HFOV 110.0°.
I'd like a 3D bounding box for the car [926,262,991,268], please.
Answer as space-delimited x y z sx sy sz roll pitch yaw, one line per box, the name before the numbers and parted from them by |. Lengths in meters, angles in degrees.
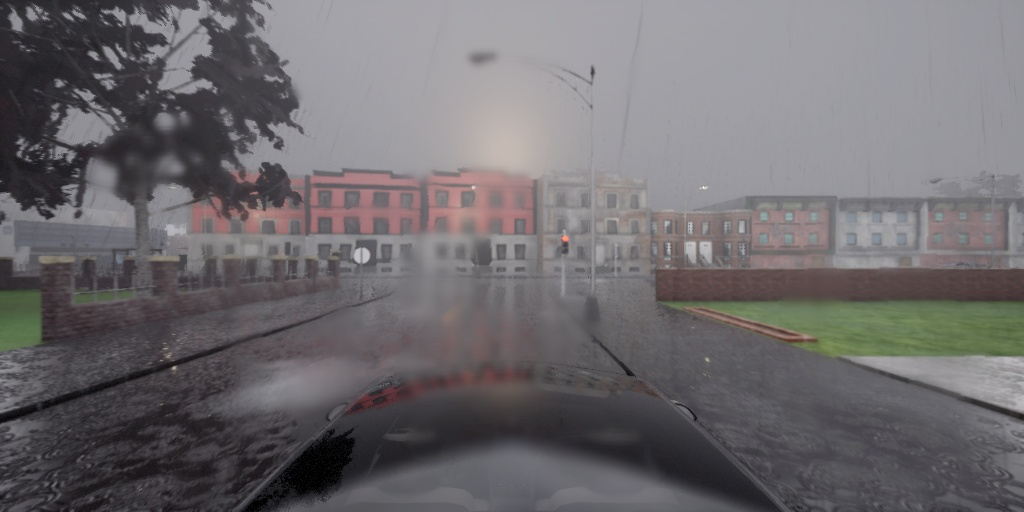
car | 38.172 1.238 30.863 4.902 1.511 2.128 0 0 0
